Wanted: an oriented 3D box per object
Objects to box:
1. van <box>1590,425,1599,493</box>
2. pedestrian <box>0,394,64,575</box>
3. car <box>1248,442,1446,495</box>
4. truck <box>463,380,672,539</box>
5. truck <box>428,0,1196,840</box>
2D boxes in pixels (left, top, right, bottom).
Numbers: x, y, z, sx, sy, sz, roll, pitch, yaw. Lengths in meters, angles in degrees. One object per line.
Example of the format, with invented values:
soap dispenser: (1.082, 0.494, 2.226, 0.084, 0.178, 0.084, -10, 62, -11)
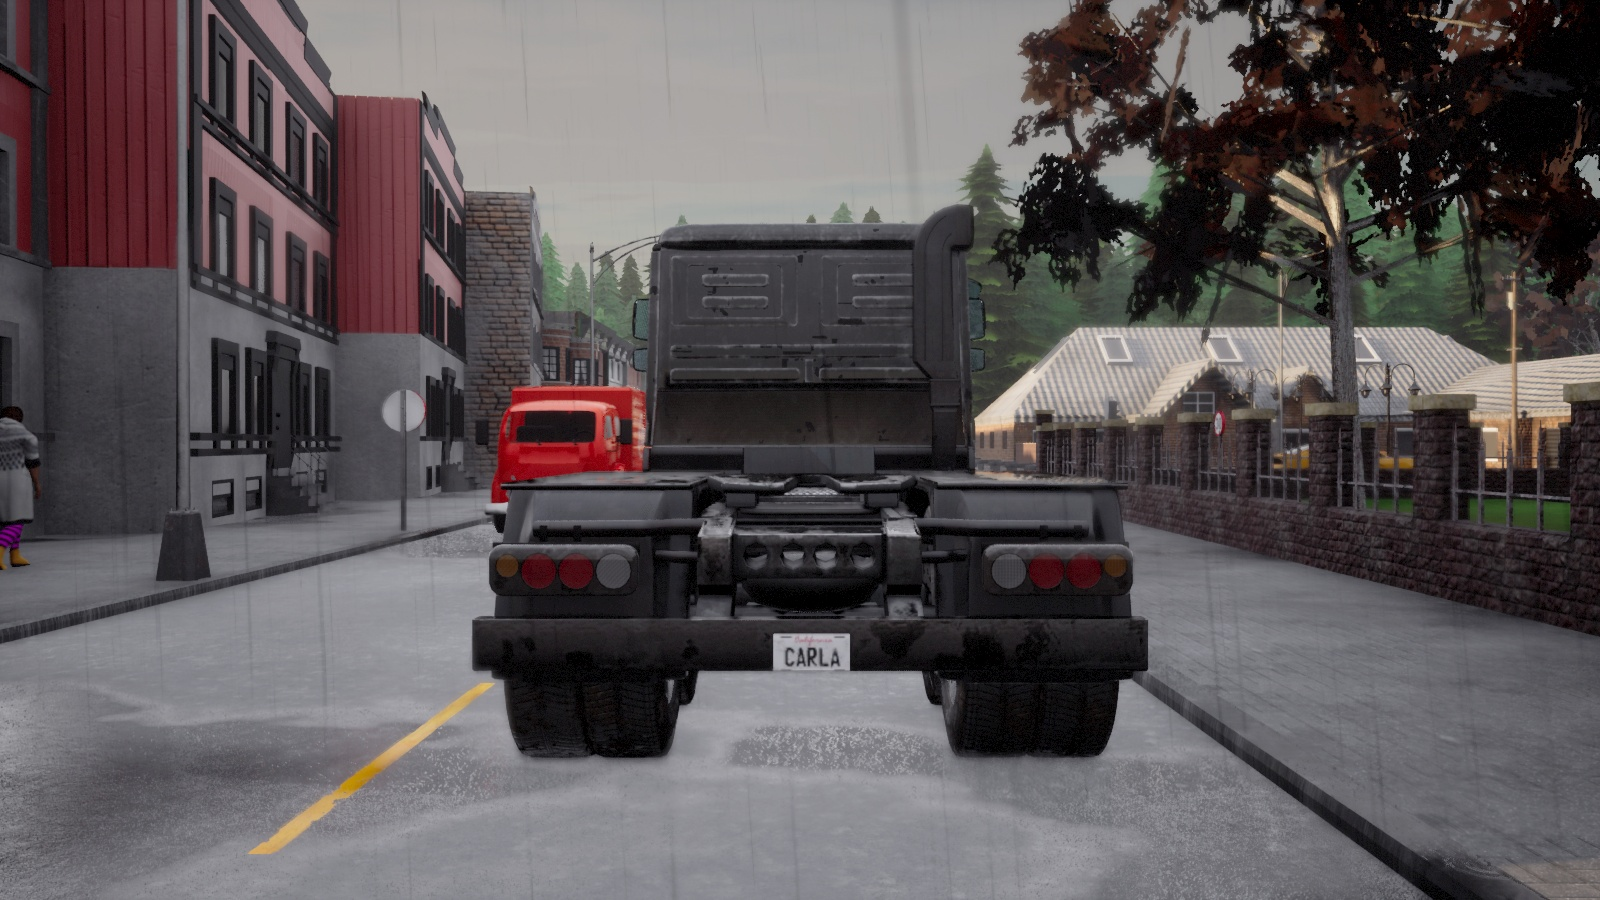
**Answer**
van: (26.112, 0.282, 36.942, 4.480, 2.038, 2.069, 0, 0, -1)
pedestrian: (-8.804, 0.370, 14.010, 0.659, 1.952, 0.873, 0, 0, 2)
car: (16.047, 0.528, 36.972, 5.008, 1.535, 1.882, 0, 0, -1)
truck: (-3.869, 0.132, 22.046, 2.627, 2.467, 5.204, 0, 0, 1)
truck: (0.065, -0.284, 8.702, 2.891, 3.462, 7.936, 0, 0, 0)
